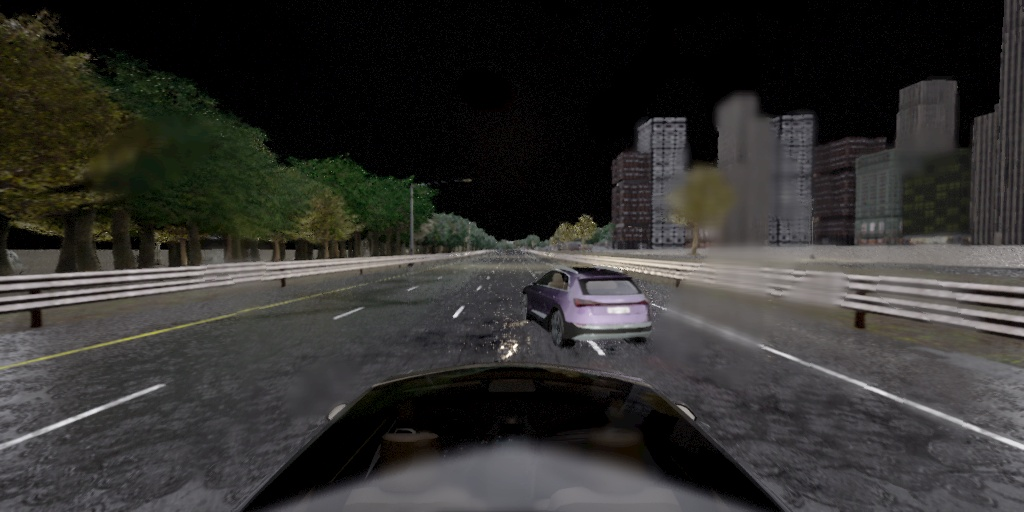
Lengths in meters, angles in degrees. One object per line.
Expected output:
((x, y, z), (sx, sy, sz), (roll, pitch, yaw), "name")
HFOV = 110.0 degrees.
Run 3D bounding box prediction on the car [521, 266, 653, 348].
((1.583, 1.041, 8.981), (2.033, 1.649, 4.856), (0, 1, -11), "car")
